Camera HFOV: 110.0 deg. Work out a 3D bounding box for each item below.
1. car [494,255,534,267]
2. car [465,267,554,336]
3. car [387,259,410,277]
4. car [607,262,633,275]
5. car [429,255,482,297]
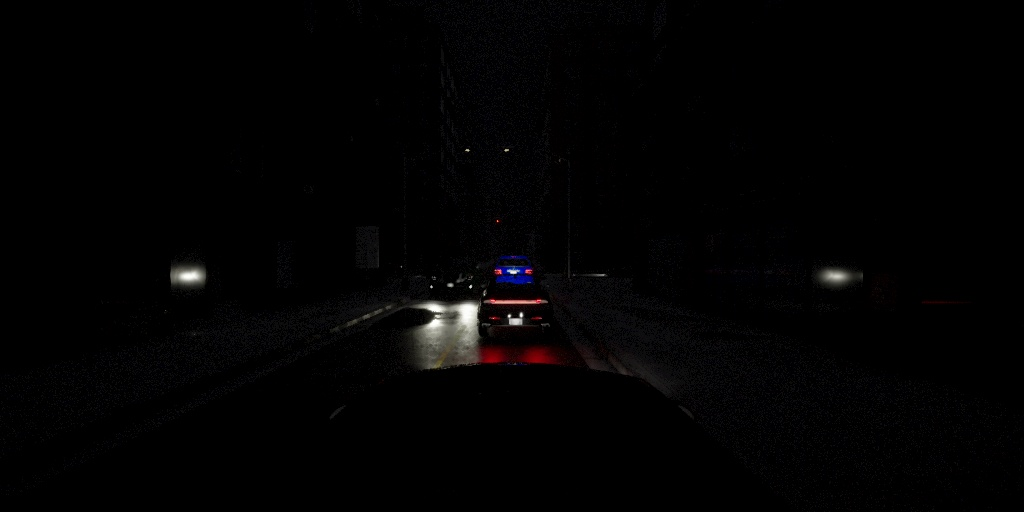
[{"bbox_3d":[0.103,0.971,20.668,2.150,2.045,5.566,0,0,1],"label":"car"},{"bbox_3d":[0.098,1.241,10.356,2.128,1.511,4.902,0,0,0],"label":"car"},{"bbox_3d":[-12.296,1.101,34.826,4.553,1.767,2.097,0,0,0],"label":"car"},{"bbox_3d":[12.159,1.317,37.689,4.181,1.385,1.994,0,0,0],"label":"car"},{"bbox_3d":[-2.784,0.971,19.091,2.150,2.045,5.566,0,0,1],"label":"car"}]
